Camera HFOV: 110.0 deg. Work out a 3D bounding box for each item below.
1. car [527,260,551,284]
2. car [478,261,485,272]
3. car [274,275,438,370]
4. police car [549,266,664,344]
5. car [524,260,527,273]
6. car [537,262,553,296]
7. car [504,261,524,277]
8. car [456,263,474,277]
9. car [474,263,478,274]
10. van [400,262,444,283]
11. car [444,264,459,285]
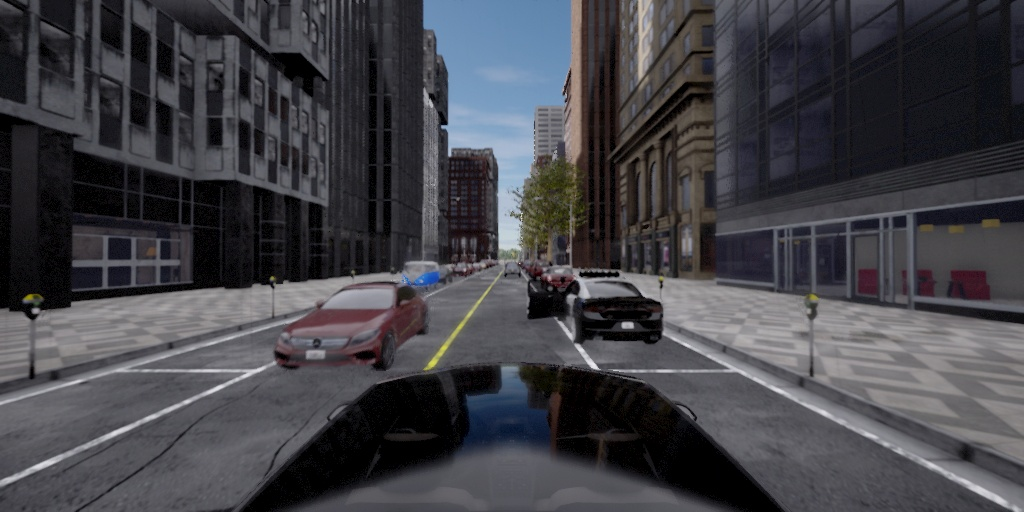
[{"bbox_3d":[2.839,1.320,33.764,2.192,1.841,5.009,0,0,0],"label":"car"},{"bbox_3d":[-5.700,1.800,56.327,1.802,1.307,4.207,0,0,0],"label":"car"},{"bbox_3d":[-3.104,1.320,8.000,1.812,1.442,4.674,0,0,0],"label":"car"},{"bbox_3d":[2.362,1.233,9.906,1.930,1.638,5.238,0,0,0],"label":"police car"},{"bbox_3d":[2.835,1.373,39.402,2.192,1.841,5.009,0,0,0],"label":"car"},{"bbox_3d":[2.846,1.346,22.485,1.967,1.591,4.097,0,0,0],"label":"car"},{"bbox_3d":[0.066,1.615,40.349,2.033,1.411,5.357,0,-1,0],"label":"car"},{"bbox_3d":[-5.690,1.498,39.411,1.967,1.591,4.097,0,0,0],"label":"car"},{"bbox_3d":[-5.693,1.657,45.049,1.888,1.381,4.507,0,0,0],"label":"car"},{"bbox_3d":[-5.680,1.247,22.496,1.690,1.789,3.998,0,0,0],"label":"van"},{"bbox_3d":[-5.683,1.520,28.134,1.948,1.339,4.313,0,0,0],"label":"car"}]
